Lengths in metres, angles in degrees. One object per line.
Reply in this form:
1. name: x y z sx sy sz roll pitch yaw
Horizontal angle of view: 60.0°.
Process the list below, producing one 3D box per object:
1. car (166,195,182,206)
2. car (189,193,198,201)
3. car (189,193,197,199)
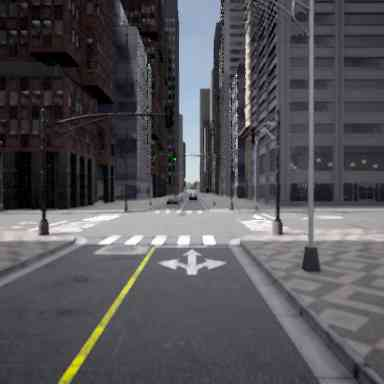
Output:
1. car: -2.915 1.432 51.087 1.895 1.301 4.718 0 0 1
2. car: 0.267 1.239 73.079 1.882 1.535 5.008 0 0 0
3. car: 0.320 1.077 83.505 1.837 1.490 4.892 0 0 0
